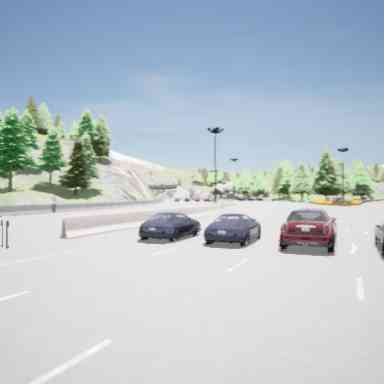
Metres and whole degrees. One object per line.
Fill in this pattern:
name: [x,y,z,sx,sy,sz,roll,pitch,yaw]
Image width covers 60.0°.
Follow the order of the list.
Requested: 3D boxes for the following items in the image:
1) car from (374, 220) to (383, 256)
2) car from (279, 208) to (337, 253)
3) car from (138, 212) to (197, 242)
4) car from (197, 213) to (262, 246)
car: [8.388,1.718,13.184,1.895,1.301,4.718,0,-1,25]
car: [5.252,1.496,14.808,2.097,1.767,4.553,0,-1,24]
car: [-1.086,1.763,17.777,1.994,1.385,4.181,0,-1,24]
car: [2.115,1.737,16.356,1.994,1.385,4.181,0,-1,24]
